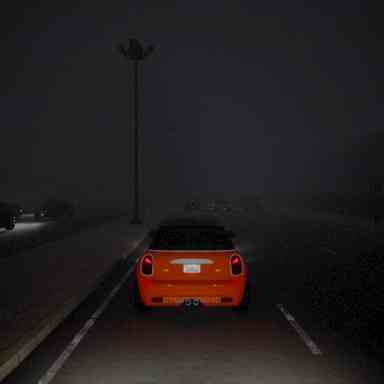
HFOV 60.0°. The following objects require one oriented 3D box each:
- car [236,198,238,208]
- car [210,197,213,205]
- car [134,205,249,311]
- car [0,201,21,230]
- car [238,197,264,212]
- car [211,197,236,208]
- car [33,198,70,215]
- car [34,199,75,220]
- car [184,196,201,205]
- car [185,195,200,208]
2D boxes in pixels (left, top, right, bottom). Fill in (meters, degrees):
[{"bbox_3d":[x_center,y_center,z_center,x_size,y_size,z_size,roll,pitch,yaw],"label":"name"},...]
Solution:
[{"bbox_3d":[7.146,1.547,49.200,2.033,1.411,5.357,0,0,0],"label":"car"},{"bbox_3d":[3.646,1.491,49.220,2.128,1.511,4.902,0,0,0],"label":"car"},{"bbox_3d":[-0.001,1.352,7.919,2.097,1.767,4.553,0,0,0],"label":"car"},{"bbox_3d":[-11.584,1.352,17.899,2.097,1.767,4.553,0,0,0],"label":"car"},{"bbox_3d":[7.081,1.352,39.249,2.097,1.767,4.553,0,0,0],"label":"car"},{"bbox_3d":[3.579,1.601,38.915,1.895,1.301,4.718,0,0,0],"label":"car"},{"bbox_3d":[-15.004,1.503,35.724,1.837,1.490,4.892,0,0,1],"label":"car"},{"bbox_3d":[-11.567,1.491,28.222,2.128,1.511,4.902,0,0,1],"label":"car"},{"bbox_3d":[0.079,1.491,38.825,2.128,1.511,4.902,0,0,0],"label":"car"},{"bbox_3d":[0.146,1.352,49.211,2.097,1.767,4.553,0,0,0],"label":"car"}]
